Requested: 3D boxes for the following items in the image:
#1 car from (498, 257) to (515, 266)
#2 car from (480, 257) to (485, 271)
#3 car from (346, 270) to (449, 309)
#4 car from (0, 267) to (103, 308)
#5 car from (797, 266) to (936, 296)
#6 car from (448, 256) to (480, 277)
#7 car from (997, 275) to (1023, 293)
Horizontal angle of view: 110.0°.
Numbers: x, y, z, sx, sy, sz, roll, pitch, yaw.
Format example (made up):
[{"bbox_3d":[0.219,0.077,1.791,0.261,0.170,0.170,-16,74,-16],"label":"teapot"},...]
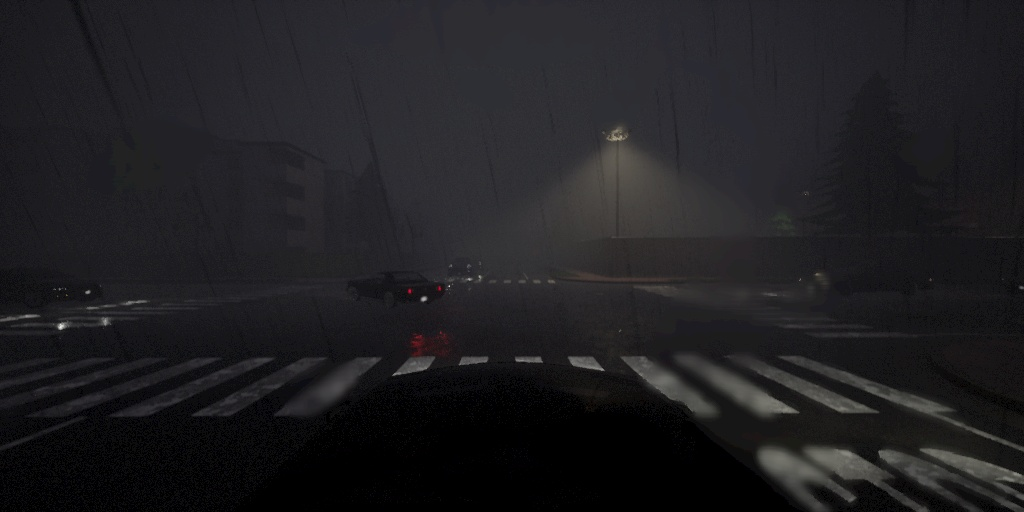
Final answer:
[{"bbox_3d":[-1.017,0.892,59.739,2.033,1.411,5.357,0,1,-15],"label":"car"},{"bbox_3d":[-4.404,0.816,42.264,2.097,1.767,4.553,0,0,0],"label":"car"},{"bbox_3d":[-4.918,1.265,14.636,4.718,1.301,1.895,0,0,41],"label":"car"},{"bbox_3d":[-19.076,1.174,13.991,4.892,1.490,1.837,0,0,-2],"label":"car"},{"bbox_3d":[17.357,1.191,17.668,5.357,1.411,2.033,0,0,0],"label":"car"},{"bbox_3d":[-4.399,0.882,32.353,2.097,1.767,4.553,0,0,1],"label":"car"},{"bbox_3d":[27.264,1.244,17.625,4.718,1.301,1.895,0,0,0],"label":"car"}]
